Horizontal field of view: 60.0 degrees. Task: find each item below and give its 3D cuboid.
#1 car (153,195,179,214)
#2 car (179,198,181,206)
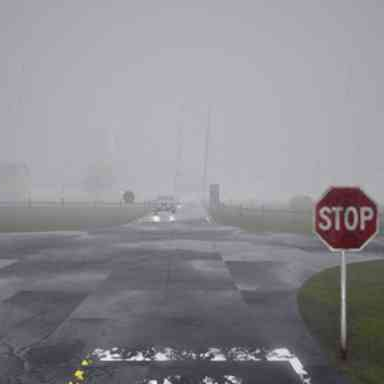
[{"bbox_3d":[-2.885,1.311,36.379,2.150,2.045,5.566,0,0,0],"label":"car"},{"bbox_3d":[-2.870,1.642,57.036,1.837,1.490,4.892,0,-1,0],"label":"car"}]
